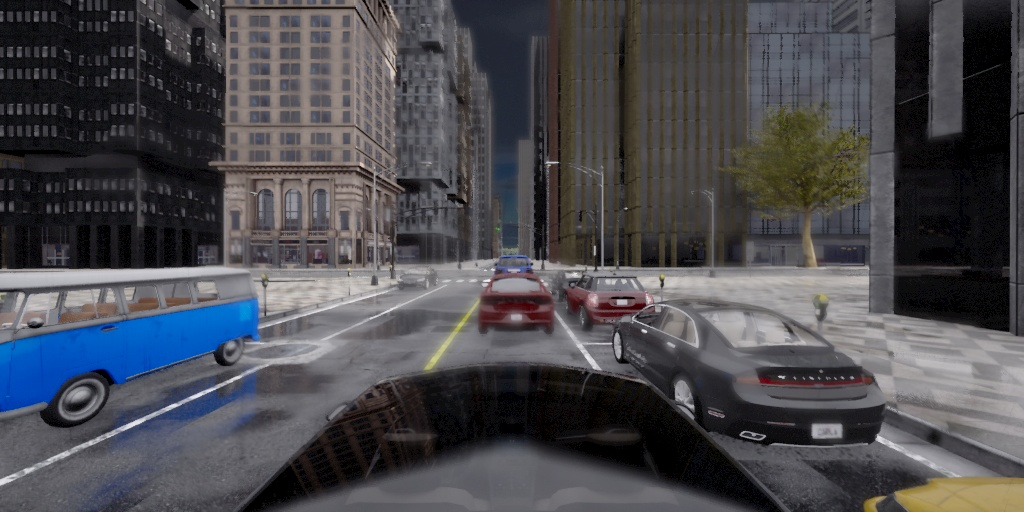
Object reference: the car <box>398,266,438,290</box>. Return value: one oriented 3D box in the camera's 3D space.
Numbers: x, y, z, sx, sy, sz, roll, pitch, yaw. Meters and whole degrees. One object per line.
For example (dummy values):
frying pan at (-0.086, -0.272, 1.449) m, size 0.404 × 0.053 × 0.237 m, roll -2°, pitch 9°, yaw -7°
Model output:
car at (-5.732, 1.296, 22.258) m, size 2.007 × 1.370 × 4.403 m, roll 0°, pitch 0°, yaw 0°

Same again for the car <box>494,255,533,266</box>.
car at (0.109, 0.970, 21.724) m, size 2.150 × 2.045 × 5.566 m, roll 0°, pitch 0°, yaw 0°

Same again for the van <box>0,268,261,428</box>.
van at (-5.756, 1.090, 5.335) m, size 1.690 × 1.789 × 3.998 m, roll 0°, pitch 0°, yaw 0°

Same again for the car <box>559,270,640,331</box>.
car at (2.777, 1.188, 10.965) m, size 1.967 × 1.591 × 4.097 m, roll 0°, pitch 0°, yaw 0°

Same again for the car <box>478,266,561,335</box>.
car at (0.106, 1.226, 10.586) m, size 1.882 × 1.535 × 5.008 m, roll 0°, pitch 0°, yaw 0°

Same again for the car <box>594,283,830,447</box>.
car at (2.769, 1.300, 5.323) m, size 2.007 × 1.370 × 4.403 m, roll 0°, pitch 0°, yaw 0°
